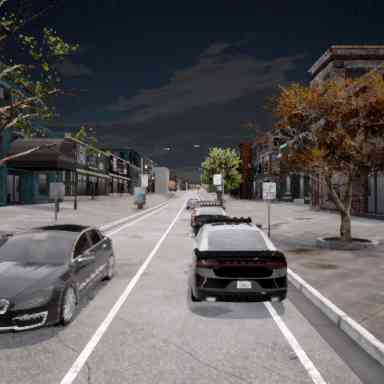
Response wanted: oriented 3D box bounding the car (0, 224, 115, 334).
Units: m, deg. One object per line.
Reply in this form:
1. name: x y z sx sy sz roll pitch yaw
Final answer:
1. car: -2.974 1.517 7.112 1.837 1.490 4.892 0 0 0

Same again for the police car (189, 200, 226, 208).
1. police car: 0.969 1.462 18.465 1.930 1.638 5.238 0 0 0

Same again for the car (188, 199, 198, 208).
1. car: 0.991 1.400 24.325 2.097 1.767 4.553 0 0 0

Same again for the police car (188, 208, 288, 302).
1. police car: 0.931 1.441 8.465 1.930 1.638 5.238 0 0 0
